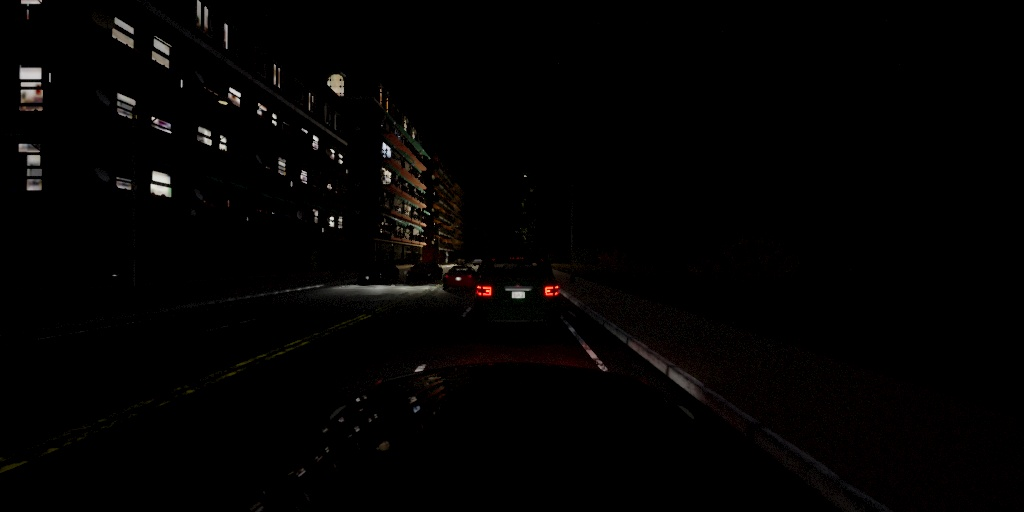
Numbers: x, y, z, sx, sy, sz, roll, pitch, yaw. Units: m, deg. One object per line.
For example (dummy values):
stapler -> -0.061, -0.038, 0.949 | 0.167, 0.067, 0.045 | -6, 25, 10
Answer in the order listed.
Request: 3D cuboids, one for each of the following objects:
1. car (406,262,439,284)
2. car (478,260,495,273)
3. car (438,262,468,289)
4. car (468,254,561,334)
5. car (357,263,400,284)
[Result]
car -> -6.588, 1.233, 27.293 | 1.882, 1.535, 5.008 | 0, 0, 0
car -> -3.127, 1.283, 44.663 | 1.812, 1.442, 4.674 | 0, -1, 0
car -> -3.140, 1.319, 22.951 | 1.994, 1.385, 4.181 | 0, 0, 0
car -> 0.107, 0.974, 10.791 | 2.150, 2.045, 5.566 | 0, 0, -1
car -> -9.839, 1.260, 26.795 | 1.837, 1.490, 4.892 | 0, 0, 0
